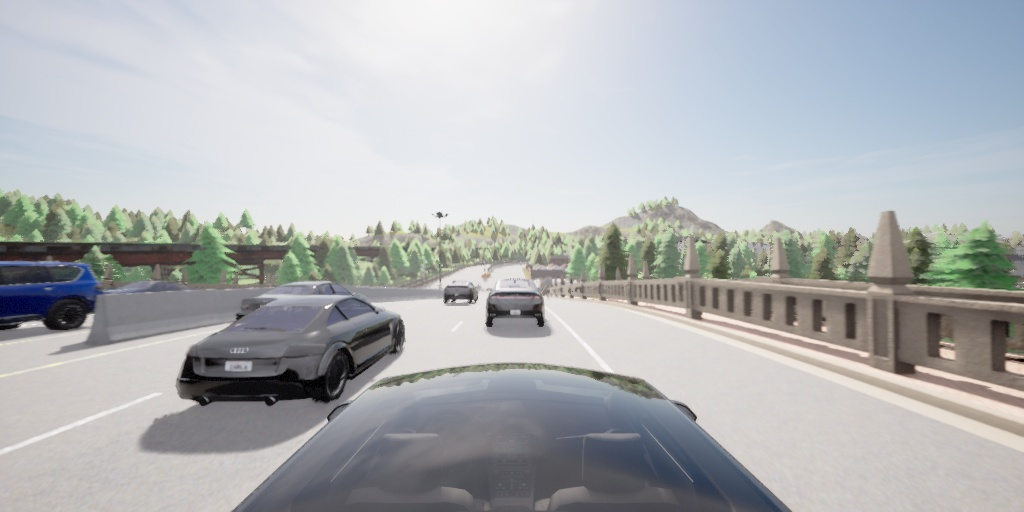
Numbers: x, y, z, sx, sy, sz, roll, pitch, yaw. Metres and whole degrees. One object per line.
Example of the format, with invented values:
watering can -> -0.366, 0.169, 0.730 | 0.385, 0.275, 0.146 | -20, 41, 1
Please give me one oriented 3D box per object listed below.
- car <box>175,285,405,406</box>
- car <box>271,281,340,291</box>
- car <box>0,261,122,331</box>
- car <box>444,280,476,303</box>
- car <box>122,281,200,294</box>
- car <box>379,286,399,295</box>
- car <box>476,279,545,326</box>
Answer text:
car -> -3.399, 1.385, 6.466 | 1.994, 1.385, 4.181 | 0, -1, 0
car -> -6.898, 1.595, 12.559 | 2.033, 1.411, 5.357 | 0, -3, 0
car -> -14.096, 1.121, 9.084 | 2.150, 2.045, 5.566 | 0, -2, 0
car -> -3.397, 2.431, 24.478 | 2.128, 1.511, 4.902 | 0, -6, 0
car -> -21.069, 2.160, 20.896 | 2.033, 1.411, 5.357 | 0, -5, 0
car -> -20.993, 5.887, 61.490 | 1.812, 1.442, 4.674 | 0, -6, 0
car -> 0.102, 1.557, 12.906 | 2.128, 1.511, 4.902 | 0, -3, 0
